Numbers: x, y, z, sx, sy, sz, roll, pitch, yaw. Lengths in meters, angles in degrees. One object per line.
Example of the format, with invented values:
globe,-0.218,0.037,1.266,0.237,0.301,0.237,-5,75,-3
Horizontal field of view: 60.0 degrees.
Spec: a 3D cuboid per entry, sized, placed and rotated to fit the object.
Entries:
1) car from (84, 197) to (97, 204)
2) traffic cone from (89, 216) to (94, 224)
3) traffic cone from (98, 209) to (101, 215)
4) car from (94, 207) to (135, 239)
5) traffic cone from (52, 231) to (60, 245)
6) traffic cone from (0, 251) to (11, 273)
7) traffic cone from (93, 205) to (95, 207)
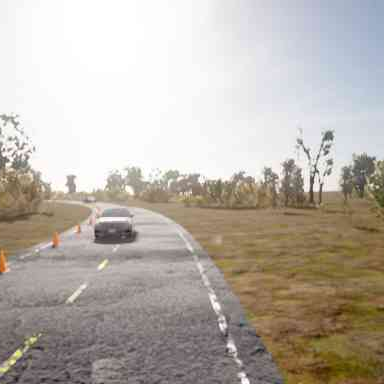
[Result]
car,-21.348,1.732,69.983,2.128,1.511,4.902,0,0,-30
traffic cone,-7.320,2.022,24.125,0.340,0.580,0.340,0,0,-10
traffic cone,-8.276,2.036,28.941,0.340,0.580,0.340,0,0,-12
car,-4.092,1.576,18.002,1.812,1.442,4.674,0,0,-8
traffic cone,-5.895,1.994,14.411,0.340,0.580,0.340,0,0,-6
traffic cone,-5.427,1.981,9.524,0.340,0.580,0.340,0,0,-5
traffic cone,-13.687,2.097,47.806,0.340,0.580,0.340,0,0,-20
